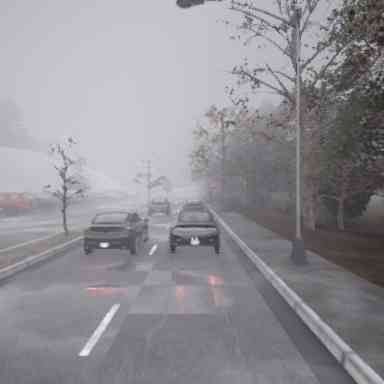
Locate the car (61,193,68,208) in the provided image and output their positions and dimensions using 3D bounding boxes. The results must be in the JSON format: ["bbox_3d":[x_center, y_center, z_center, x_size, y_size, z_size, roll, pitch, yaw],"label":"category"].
[{"bbox_3d":[-16.839,1.243,37.164,4.892,1.521,2.231,-1,1,-20],"label":"car"}]

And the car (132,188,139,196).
[{"bbox_3d":[-16.831,0.341,82.123,5.566,2.045,2.435,-1,1,-20],"label":"car"}]

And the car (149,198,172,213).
[{"bbox_3d":[-2.890,1.321,30.631,2.128,1.511,4.902,0,1,0],"label":"car"}]

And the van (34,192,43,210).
[{"bbox_3d":[-16.746,1.090,31.240,4.442,1.987,1.878,-1,1,-20],"label":"van"}]

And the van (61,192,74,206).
[{"bbox_3d":[-16.954,0.980,40.100,4.442,1.987,1.878,-1,1,-20],"label":"van"}]

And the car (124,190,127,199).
[{"bbox_3d":[-16.819,0.852,70.130,4.674,1.452,2.002,-1,1,-20],"label":"car"}]

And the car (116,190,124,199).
[{"bbox_3d":[-16.989,0.857,67.057,5.366,1.575,1.946,-1,1,-20],"label":"car"}]

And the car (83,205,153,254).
[{"bbox_3d":[-2.895,1.490,13.407,1.837,1.490,4.892,0,0,0],"label":"car"}]

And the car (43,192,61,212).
[{"bbox_3d":[-16.827,1.028,34.192,5.566,2.045,2.435,-1,1,-20],"label":"car"}]

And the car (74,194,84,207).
[{"bbox_3d":[-16.812,1.039,43.136,4.553,1.767,2.185,-1,1,-20],"label":"car"}]

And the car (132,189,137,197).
[{"bbox_3d":[-16.634,0.648,79.201,5.366,1.575,1.946,-1,1,-20],"label":"car"}]

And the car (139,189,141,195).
[{"bbox_3d":[-16.800,0.494,88.152,4.674,1.452,2.002,-1,1,-20],"label":"car"}]

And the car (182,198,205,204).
[{"bbox_3d":[0.110,1.334,30.705,1.837,1.490,4.892,0,1,0],"label":"car"}]

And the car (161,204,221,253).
[{"bbox_3d":[0.105,1.475,13.643,2.128,1.511,4.902,0,0,0],"label":"car"}]

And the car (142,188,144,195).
[{"bbox_3d":[-16.794,0.333,94.150,4.674,1.452,2.002,-1,1,-20],"label":"car"}]

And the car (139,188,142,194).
[{"bbox_3d":[-16.826,0.249,91.136,4.553,1.767,2.185,-1,1,-20],"label":"car"}]

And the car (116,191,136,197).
[{"bbox_3d":[-16.826,0.553,85.128,4.792,1.488,2.163,-1,2,-20],"label":"car"}]

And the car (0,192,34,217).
[{"bbox_3d":[-16.883,1.104,28.196,5.566,2.045,2.435,-1,1,-20],"label":"car"}]

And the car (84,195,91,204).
[{"bbox_3d":[-16.832,1.168,46.111,4.674,1.452,2.002,-1,1,-20],"label":"car"}]

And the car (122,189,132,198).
[{"bbox_3d":[-16.789,0.516,73.144,5.566,2.045,2.435,-1,1,-20],"label":"car"}]

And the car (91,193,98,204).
[{"bbox_3d":[-16.808,1.118,49.129,4.792,1.488,2.163,-1,1,-20],"label":"car"}]

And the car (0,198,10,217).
[{"bbox_3d":[-16.853,1.427,25.229,4.674,1.452,2.002,-1,1,-20],"label":"car"}]

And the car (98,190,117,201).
[{"bbox_3d":[-16.797,0.965,61.134,4.792,1.488,2.163,-1,1,-20],"label":"car"}]
